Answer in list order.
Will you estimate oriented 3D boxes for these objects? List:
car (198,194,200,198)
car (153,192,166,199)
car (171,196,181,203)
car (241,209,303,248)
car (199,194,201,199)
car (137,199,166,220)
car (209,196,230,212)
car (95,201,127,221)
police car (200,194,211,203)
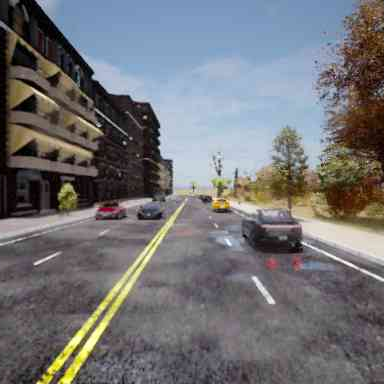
[{"bbox_3d":[3.235,1.469,88.529,1.837,1.490,4.892,0,0,0],"label":"car"},{"bbox_3d":[-6.513,1.086,67.105,2.150,2.045,5.566,0,0,0],"label":"car"},{"bbox_3d":[-3.262,1.496,68.548,1.895,1.301,4.718,0,0,0],"label":"car"},{"bbox_3d":[3.348,1.483,14.638,2.128,1.511,4.902,0,0,0],"label":"car"},{"bbox_3d":[3.237,1.472,77.528,1.837,1.490,4.892,0,0,0],"label":"car"},{"bbox_3d":[-3.340,1.551,27.803,1.994,1.385,4.181,0,0,0],"label":"car"},{"bbox_3d":[3.343,1.460,38.922,1.882,1.535,5.008,0,0,0],"label":"car"},{"bbox_3d":[-6.592,1.512,27.480,1.812,1.442,4.674,0,0,0],"label":"car"},{"bbox_3d":[3.238,1.397,66.638,1.930,1.638,5.238,0,0,0],"label":"police car"}]
